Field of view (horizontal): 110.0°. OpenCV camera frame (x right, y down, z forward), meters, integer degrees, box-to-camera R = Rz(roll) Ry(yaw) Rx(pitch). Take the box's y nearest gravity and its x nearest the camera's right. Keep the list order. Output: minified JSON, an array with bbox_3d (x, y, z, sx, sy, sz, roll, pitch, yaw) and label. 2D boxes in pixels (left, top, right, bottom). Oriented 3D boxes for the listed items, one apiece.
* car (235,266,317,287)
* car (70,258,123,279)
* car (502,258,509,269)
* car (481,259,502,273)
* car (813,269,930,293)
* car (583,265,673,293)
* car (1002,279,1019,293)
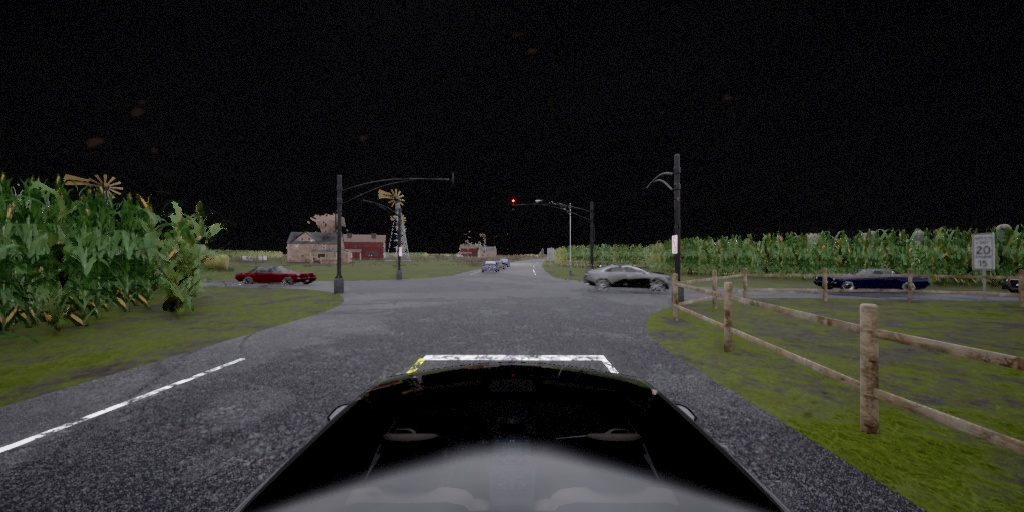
[{"bbox_3d":[-15.626,1.316,23.911,4.718,1.301,1.895,0,-1,9],"label":"car"},{"bbox_3d":[-32.039,0.913,26.587,5.566,2.045,2.150,0,-1,9],"label":"car"},{"bbox_3d":[-2.065,1.303,53.917,1.994,1.385,4.181,0,0,5],"label":"car"},{"bbox_3d":[-2.595,1.271,43.910,1.812,1.442,4.674,0,0,3],"label":"car"},{"bbox_3d":[20.381,1.401,20.577,4.718,1.301,1.895,0,-1,9],"label":"car"},{"bbox_3d":[6.491,1.235,20.212,4.902,1.511,2.128,0,-1,10],"label":"car"},{"bbox_3d":[29.349,1.377,19.028,4.181,1.385,1.994,0,-1,10],"label":"car"}]
